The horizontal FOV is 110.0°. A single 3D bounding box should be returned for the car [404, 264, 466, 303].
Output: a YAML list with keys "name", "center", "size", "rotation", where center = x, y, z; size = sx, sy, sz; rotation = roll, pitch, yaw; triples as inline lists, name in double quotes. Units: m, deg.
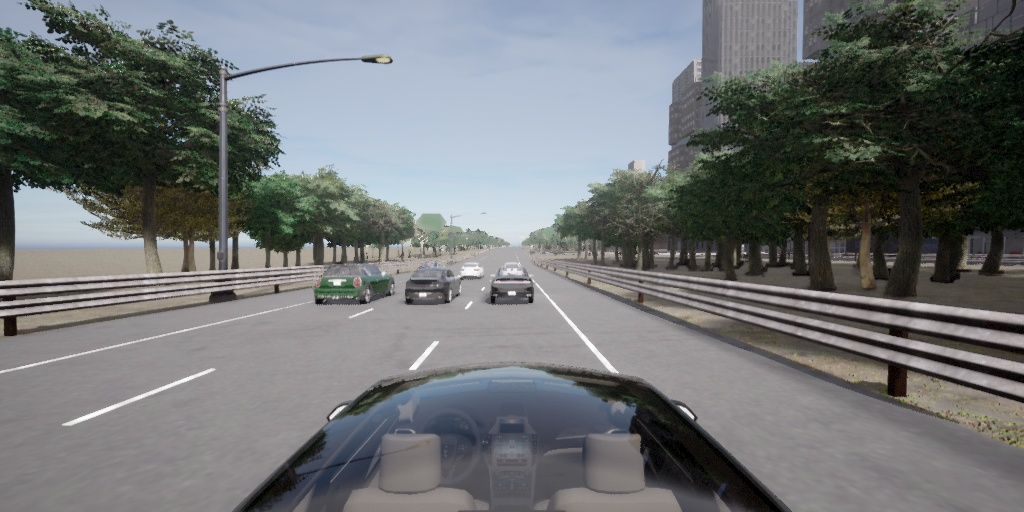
- name: "car"
  center: [-3.499, 1.273, 16.507]
  size: [1.837, 1.490, 4.892]
  rotation: [0, 0, 0]

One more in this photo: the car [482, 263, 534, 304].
- name: "car"
  center: [0.001, 1.251, 16.507]
  size: [2.128, 1.511, 4.902]
  rotation: [0, 0, 0]

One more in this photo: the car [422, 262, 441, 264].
- name: "car"
  center: [-7.000, 1.245, 31.511]
  size: [2.128, 1.511, 4.902]
  rotation: [0, 0, 0]

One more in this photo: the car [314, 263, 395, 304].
- name: "car"
  center: [-7.000, 1.122, 16.477]
  size: [2.097, 1.767, 4.553]
  rotation: [0, 0, 0]

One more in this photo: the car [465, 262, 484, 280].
- name: "car"
  center: [-3.499, 1.283, 31.512]
  size: [1.812, 1.442, 4.674]
  rotation: [0, 0, 0]
